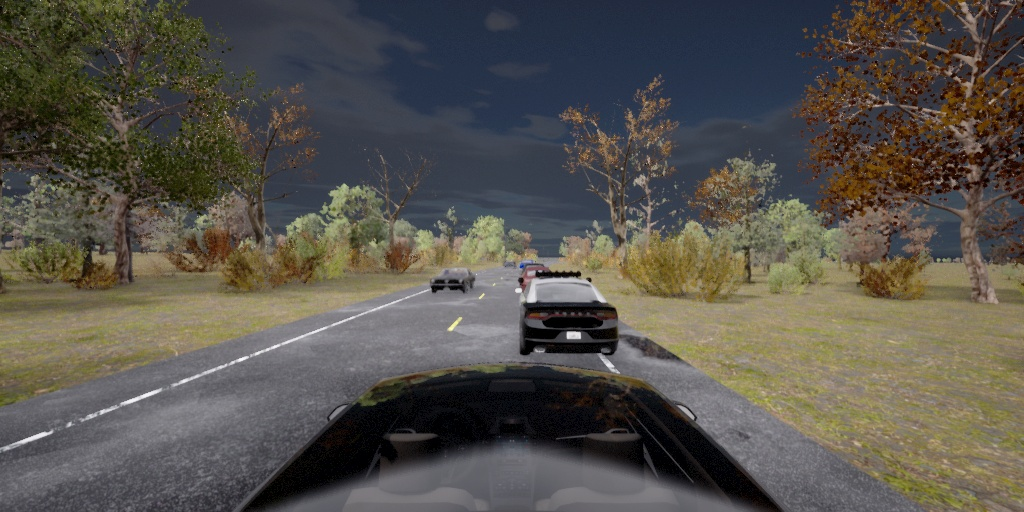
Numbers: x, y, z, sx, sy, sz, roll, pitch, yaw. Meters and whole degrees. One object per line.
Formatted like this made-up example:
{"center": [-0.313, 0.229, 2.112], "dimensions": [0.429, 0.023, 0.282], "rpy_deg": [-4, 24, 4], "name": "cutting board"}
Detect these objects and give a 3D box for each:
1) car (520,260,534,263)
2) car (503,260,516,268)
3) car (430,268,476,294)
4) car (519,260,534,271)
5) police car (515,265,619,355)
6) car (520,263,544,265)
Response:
{"center": [1.531, 1.262, 24.615], "dimensions": [1.837, 1.490, 4.892], "rpy_deg": [0, 0, 2], "name": "car"}
{"center": [-0.325, 1.451, 63.601], "dimensions": [1.994, 1.385, 4.181], "rpy_deg": [0, 0, 6], "name": "car"}
{"center": [-3.253, 1.354, 20.423], "dimensions": [1.895, 1.301, 4.718], "rpy_deg": [0, 0, 2], "name": "car"}
{"center": [2.105, 1.304, 50.363], "dimensions": [1.882, 1.535, 5.008], "rpy_deg": [0, 0, 5], "name": "car"}
{"center": [1.107, 1.175, 8.802], "dimensions": [1.930, 1.638, 5.238], "rpy_deg": [0, 0, 1], "name": "police car"}
{"center": [1.324, 1.278, 18.645], "dimensions": [1.812, 1.442, 4.674], "rpy_deg": [0, 0, 2], "name": "car"}
